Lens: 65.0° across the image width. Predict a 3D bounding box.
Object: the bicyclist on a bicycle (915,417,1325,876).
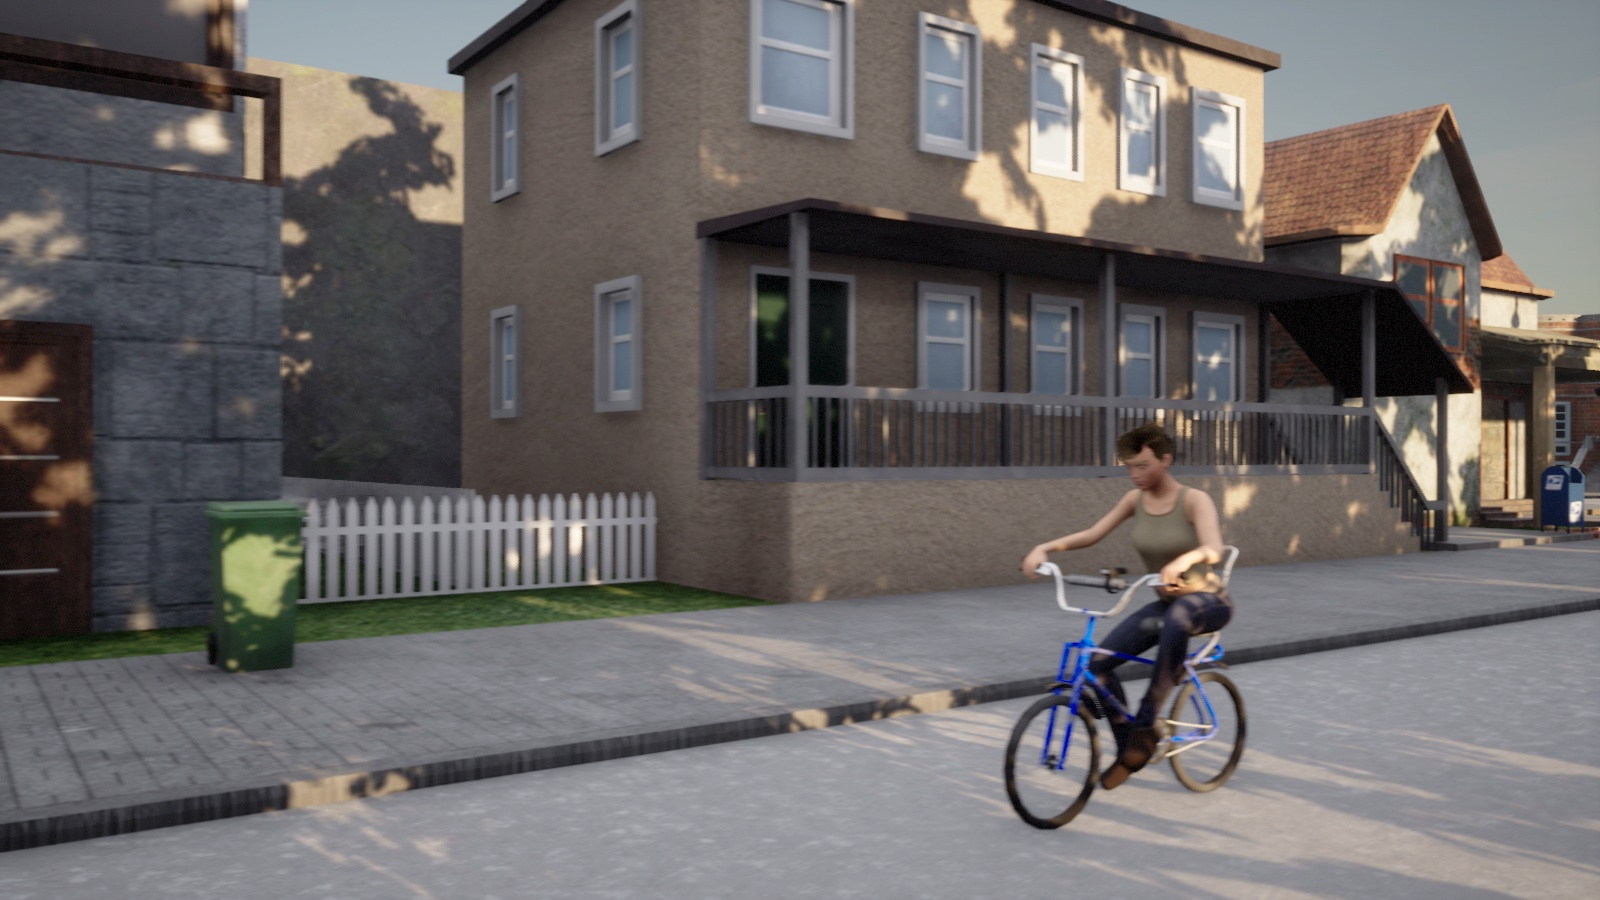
[{"bbox_3d":[1.336,0.691,5.198,1.509,1.612,0.866,0,0,-35],"label":"bicyclist on a bicycle"}]
